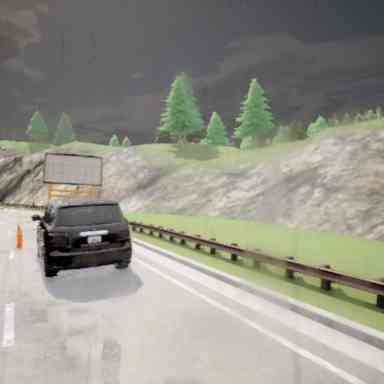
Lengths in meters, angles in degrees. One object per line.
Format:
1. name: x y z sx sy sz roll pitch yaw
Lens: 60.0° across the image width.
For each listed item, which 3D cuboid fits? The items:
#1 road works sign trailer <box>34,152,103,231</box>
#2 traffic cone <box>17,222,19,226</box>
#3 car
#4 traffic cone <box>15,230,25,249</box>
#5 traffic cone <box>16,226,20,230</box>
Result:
1. road works sign trailer: -5.207 0.115 14.507 2.380 3.560 2.880 3 -12 -18
2. traffic cone: -8.909 1.982 17.081 0.340 0.580 0.340 -2 1 -28
3. car: -3.567 1.225 10.326 2.150 2.045 5.566 -3 1 -28
4. traffic cone: -7.026 1.974 13.552 0.340 0.580 0.340 -2 1 -28
5. traffic cone: -7.968 1.978 15.317 0.340 0.580 0.340 -2 1 -28
